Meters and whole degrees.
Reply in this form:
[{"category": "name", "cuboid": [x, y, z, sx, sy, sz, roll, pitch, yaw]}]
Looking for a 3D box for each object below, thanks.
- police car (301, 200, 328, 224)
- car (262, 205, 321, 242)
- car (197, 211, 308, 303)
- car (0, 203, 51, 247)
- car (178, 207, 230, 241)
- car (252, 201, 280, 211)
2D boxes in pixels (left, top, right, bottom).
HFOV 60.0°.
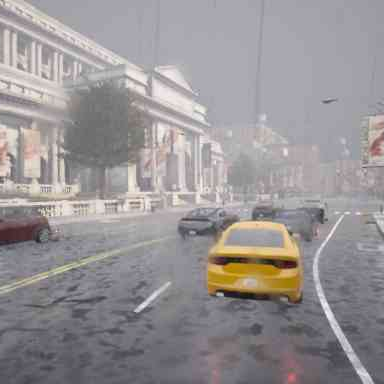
[{"category": "police car", "cuboid": [9.105, 1.418, 25.051, 1.930, 1.638, 5.238, 0, 0, 27]}, {"category": "car", "cuboid": [5.119, 1.560, 16.687, 1.994, 1.385, 4.181, 0, 0, 26]}, {"category": "car", "cuboid": [1.677, 1.475, 8.380, 1.882, 1.535, 5.008, 0, 0, 15]}, {"category": "car", "cuboid": [-7.919, 1.347, 13.260, 2.097, 1.767, 4.553, 0, 0, 20]}, {"category": "car", "cuboid": [1.014, 1.488, 16.192, 2.128, 1.511, 4.902, 0, 0, 24]}, {"category": "car", "cuboid": [6.238, 1.498, 26.905, 1.837, 1.490, 4.892, 0, 0, 26]}]
